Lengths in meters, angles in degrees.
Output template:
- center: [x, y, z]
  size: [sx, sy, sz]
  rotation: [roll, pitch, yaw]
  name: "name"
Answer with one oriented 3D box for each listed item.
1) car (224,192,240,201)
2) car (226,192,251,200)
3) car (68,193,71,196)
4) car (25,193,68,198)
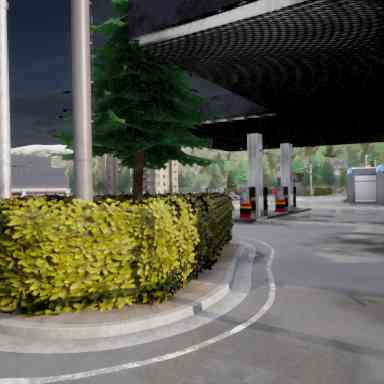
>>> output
- center: [7.473, 0.850, 63.898]
  size: [5.027, 1.636, 2.152]
  rotation: [-1, 1, 35]
  name: "car"
- center: [9.246, 0.812, 66.485]
  size: [4.514, 1.523, 2.007]
  rotation: [-1, 1, 35]
  name: "car"
- center: [-24.204, 1.124, 63.874]
  size: [3.866, 1.878, 1.905]
  rotation: [-1, 1, 35]
  name: "car"
- center: [-14.746, 1.183, 33.582]
  size: [3.866, 1.878, 1.905]
  rotation: [-1, 1, 35]
  name: "car"
